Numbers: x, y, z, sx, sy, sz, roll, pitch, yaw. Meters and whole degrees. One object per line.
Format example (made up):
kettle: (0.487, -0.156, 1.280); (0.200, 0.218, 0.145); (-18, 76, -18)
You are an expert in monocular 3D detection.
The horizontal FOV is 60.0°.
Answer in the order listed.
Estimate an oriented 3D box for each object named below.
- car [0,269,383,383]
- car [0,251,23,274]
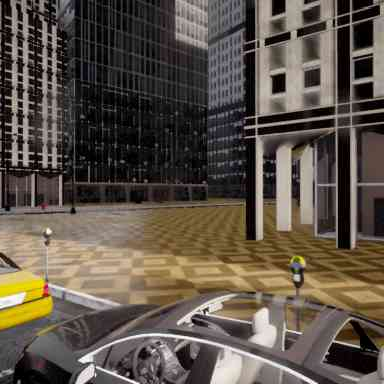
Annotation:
car: (0.256, 1.551, 2.694); (4.403, 1.369, 2.008); (0, 0, 36)
car: (-4.498, 1.525, 6.087); (4.829, 1.417, 1.752); (0, 0, 36)
